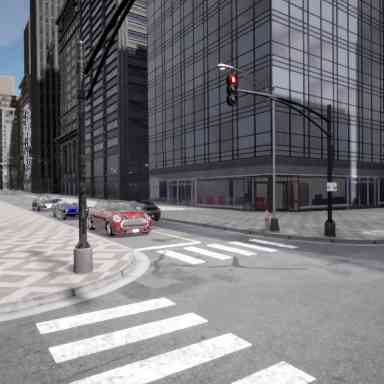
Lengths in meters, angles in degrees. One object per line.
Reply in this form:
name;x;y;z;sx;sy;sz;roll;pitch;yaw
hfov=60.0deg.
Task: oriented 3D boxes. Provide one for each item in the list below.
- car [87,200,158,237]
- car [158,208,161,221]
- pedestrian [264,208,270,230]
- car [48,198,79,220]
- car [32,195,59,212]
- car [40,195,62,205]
car;-3.928;1.233;17.689;2.097;1.767;4.553;-1;1;-34
car;-3.944;1.306;23.476;1.837;1.490;4.892;-1;1;-34
pedestrian;3.896;1.373;17.267;0.500;1.100;0.500;0;0;-34
car;-9.597;1.389;26.075;1.895;1.301;4.718;-1;1;-34
car;-15.410;1.178;34.672;2.128;1.511;4.902;-1;1;-34
car;-20.033;1.108;47.178;1.895;1.301;4.718;-1;1;-34
